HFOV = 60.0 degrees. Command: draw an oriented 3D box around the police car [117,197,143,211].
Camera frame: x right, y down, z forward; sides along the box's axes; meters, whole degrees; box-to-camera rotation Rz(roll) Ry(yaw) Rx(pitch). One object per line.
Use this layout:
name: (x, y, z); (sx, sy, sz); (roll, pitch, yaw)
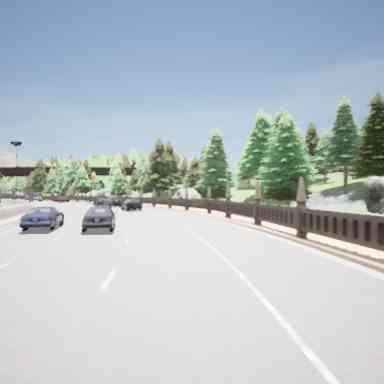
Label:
police car: (-7.696, 1.545, 42.186); (1.930, 1.638, 5.238); (0, 0, -23)

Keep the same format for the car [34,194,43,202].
car: (-39.794, 1.448, 83.714); (5.566, 2.045, 2.150); (0, 0, 39)

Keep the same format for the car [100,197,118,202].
car: (-12.402, 1.510, 51.936); (2.097, 1.767, 4.553); (0, 0, -29)

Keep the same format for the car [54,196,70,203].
car: (-28.723, 1.638, 73.365); (4.181, 1.385, 1.994); (0, 0, 45)

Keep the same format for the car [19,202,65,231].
car: (-9.413, 1.630, 21.222); (2.033, 1.411, 5.357); (0, 0, -13)

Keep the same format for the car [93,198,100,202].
car: (-15.733, 1.711, 57.646); (1.812, 1.442, 4.674); (0, 0, -32)

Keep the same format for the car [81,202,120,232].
car: (-5.727, 1.614, 20.721); (2.033, 1.411, 5.357); (0, 0, -12)
